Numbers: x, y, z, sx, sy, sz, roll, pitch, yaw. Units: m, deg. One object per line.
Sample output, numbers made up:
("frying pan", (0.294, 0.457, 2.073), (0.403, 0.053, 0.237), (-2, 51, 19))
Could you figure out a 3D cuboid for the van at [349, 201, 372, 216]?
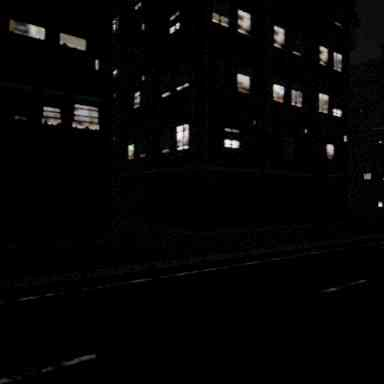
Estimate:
("van", (20.658, 2.079, 42.231), (1.690, 1.788, 3.998), (0, -1, -36))
